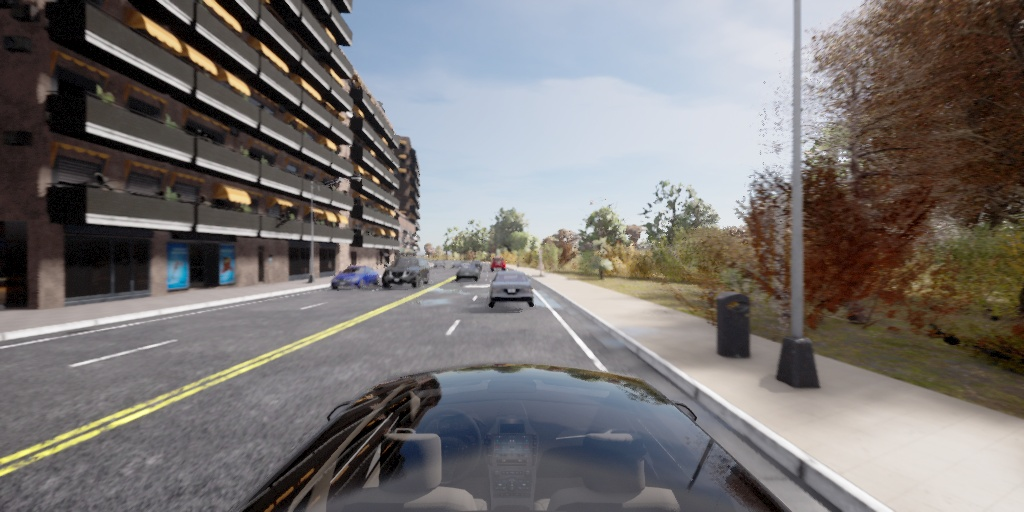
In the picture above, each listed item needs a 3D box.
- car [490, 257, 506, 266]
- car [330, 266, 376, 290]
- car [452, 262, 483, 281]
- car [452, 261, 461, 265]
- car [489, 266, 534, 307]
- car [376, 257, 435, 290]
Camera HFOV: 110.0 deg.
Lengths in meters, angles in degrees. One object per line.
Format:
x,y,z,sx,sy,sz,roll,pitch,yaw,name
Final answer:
-2.128,1.193,54.167,2.150,2.045,5.566,0,0,-5,car
-10.234,1.393,23.809,1.812,1.442,4.674,0,0,-2,car
-3.869,1.453,32.122,1.994,1.385,4.181,0,0,-3,car
-9.784,1.559,64.252,1.812,1.442,4.674,0,0,-6,car
-0.059,1.362,15.979,2.033,1.411,5.357,0,0,-1,car
-6.996,1.085,24.282,2.150,2.045,5.566,0,0,-2,car
